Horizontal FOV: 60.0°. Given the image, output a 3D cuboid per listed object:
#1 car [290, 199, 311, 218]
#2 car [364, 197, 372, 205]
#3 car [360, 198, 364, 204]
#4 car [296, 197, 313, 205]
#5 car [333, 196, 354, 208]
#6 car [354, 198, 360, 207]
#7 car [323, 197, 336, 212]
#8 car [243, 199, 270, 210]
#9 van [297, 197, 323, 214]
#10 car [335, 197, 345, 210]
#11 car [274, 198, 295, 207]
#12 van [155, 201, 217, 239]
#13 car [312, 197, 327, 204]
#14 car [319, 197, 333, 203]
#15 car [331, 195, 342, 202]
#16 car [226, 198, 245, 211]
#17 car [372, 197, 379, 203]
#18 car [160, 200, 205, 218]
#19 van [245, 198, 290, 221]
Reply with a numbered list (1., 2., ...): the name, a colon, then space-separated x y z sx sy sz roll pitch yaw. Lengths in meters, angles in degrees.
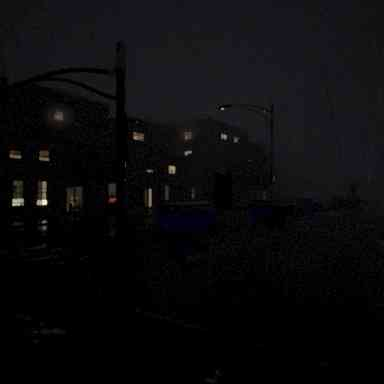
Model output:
1. car: 9.310 1.651 31.262 1.887 1.381 4.507 0 0 35
2. car: 34.640 1.805 67.453 1.887 1.381 4.507 0 0 35
3. car: 28.406 1.743 58.545 1.752 1.417 4.829 0 0 35
4. car: 21.452 1.697 63.225 1.887 1.381 4.507 0 0 35
5. car: 21.977 1.492 49.358 2.192 1.841 5.009 0 0 35
6. car: 25.143 1.512 53.882 2.192 1.841 5.009 0 0 35
7. car: 15.740 1.666 40.450 1.752 1.417 4.829 0 0 35
8. car: 8.787 1.620 45.131 1.887 1.381 4.507 0 0 35
9. van: 12.477 1.464 35.786 1.690 1.788 3.998 0 0 35
10. car: 18.808 1.724 44.833 1.947 1.339 4.313 0 0 35
11. car: 15.120 1.657 54.178 1.887 1.381 4.507 0 0 35
12. van: -0.188 1.402 17.691 1.690 1.788 3.998 0 0 35
13. car: 27.687 1.720 72.133 1.752 1.417 4.829 0 0 35
14. car: 30.951 1.784 76.796 1.947 1.339 4.313 0 0 35
15. car: 37.284 1.704 85.843 1.967 1.590 4.097 0 0 35
16. car: 5.622 1.498 40.607 1.967 1.590 4.097 0 0 35
17. car: 44.139 1.895 81.024 1.947 1.339 4.313 0 0 35
18. car: -0.809 1.549 31.419 1.752 1.417 4.829 0 0 35
19. van: 6.145 1.431 26.739 1.690 1.788 3.998 0 0 35
